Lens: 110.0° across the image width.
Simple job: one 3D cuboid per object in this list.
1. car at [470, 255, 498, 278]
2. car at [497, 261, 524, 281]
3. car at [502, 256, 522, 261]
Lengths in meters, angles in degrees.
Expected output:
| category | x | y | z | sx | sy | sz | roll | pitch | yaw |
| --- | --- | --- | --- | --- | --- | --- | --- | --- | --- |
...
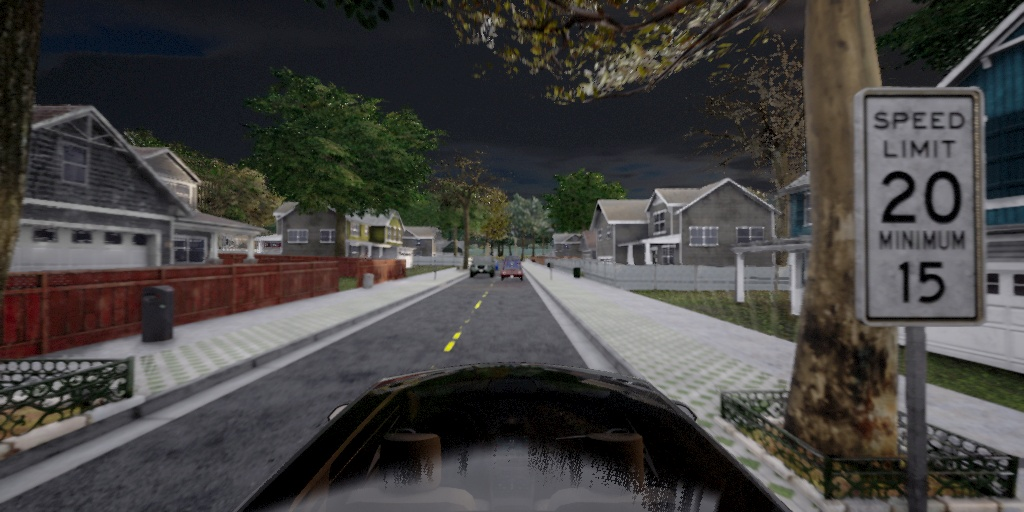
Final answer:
| category | x | y | z | sx | sy | sz | roll | pitch | yaw |
| --- | --- | --- | --- | --- | --- | --- | --- | --- | --- |
| car | -2.750 | 0.959 | 34.584 | 2.150 | 2.045 | 5.566 | 0 | 0 | 0 |
| car | 0.000 | 1.340 | 30.100 | 1.895 | 1.301 | 4.718 | 0 | 0 | 0 |
| car | 0.020 | 0.957 | 42.395 | 2.150 | 2.045 | 5.566 | 0 | 1 | 0 |
